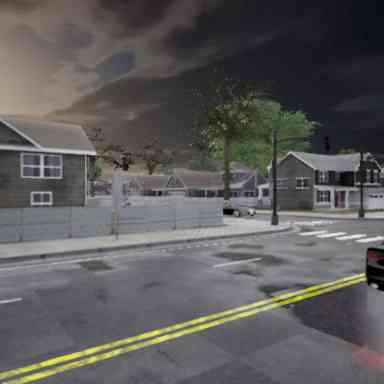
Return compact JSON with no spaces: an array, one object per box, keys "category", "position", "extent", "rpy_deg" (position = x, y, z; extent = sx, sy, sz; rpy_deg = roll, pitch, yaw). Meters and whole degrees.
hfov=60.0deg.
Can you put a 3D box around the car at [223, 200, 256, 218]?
[{"category":"car","position":[3.634,1.506,30.002],"extent":[2.128,1.511,4.902],"rpy_deg":[0,0,-35]}]

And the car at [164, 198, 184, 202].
[{"category":"car","position":[-1.896,1.509,37.810],"extent":[1.882,1.535,5.008],"rpy_deg":[0,0,-35]}]

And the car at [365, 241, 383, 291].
[{"category":"car","position":[5.996,1.470,7.717],"extent":[5.008,1.535,1.882],"rpy_deg":[0,0,-36]}]

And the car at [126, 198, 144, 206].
[{"category":"car","position":[-7.582,1.574,45.847],"extent":[1.812,1.442,4.674],"rpy_deg":[0,0,-35]}]
